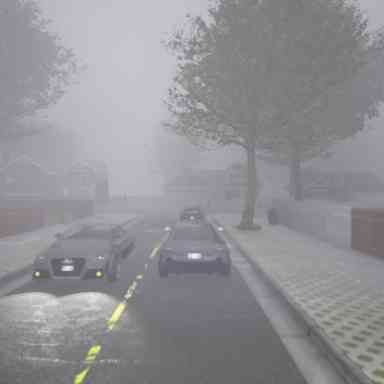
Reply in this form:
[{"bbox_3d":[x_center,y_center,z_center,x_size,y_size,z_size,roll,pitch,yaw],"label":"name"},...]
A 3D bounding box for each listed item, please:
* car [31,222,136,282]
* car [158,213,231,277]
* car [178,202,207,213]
[{"bbox_3d":[-2.870,1.585,9.675,1.994,1.385,4.181,0,0,0],"label":"car"},{"bbox_3d":[0.060,1.587,10.402,1.994,1.385,4.181,0,0,0],"label":"car"},{"bbox_3d":[0.042,1.556,25.284,1.837,1.490,4.892,0,-1,1],"label":"car"}]
